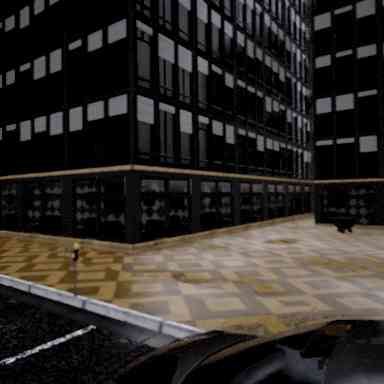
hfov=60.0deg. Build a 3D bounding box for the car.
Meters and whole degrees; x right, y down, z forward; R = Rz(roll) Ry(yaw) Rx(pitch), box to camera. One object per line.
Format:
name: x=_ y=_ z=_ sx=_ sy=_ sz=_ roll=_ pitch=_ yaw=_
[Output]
car: x=1.134 y=1.568 z=2.030 sx=4.313 sy=1.339 sz=1.947 roll=-1 pitch=-1 yaw=35
